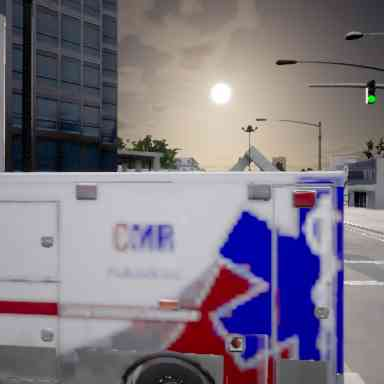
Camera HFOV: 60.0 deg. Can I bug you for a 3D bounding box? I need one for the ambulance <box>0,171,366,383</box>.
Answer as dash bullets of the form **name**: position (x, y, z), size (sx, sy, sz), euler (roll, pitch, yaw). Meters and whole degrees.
- **ambulance**: position (-1.457, 1.031, 4.237), size (6.366, 2.431, 2.351), euler (0, 0, 6)
